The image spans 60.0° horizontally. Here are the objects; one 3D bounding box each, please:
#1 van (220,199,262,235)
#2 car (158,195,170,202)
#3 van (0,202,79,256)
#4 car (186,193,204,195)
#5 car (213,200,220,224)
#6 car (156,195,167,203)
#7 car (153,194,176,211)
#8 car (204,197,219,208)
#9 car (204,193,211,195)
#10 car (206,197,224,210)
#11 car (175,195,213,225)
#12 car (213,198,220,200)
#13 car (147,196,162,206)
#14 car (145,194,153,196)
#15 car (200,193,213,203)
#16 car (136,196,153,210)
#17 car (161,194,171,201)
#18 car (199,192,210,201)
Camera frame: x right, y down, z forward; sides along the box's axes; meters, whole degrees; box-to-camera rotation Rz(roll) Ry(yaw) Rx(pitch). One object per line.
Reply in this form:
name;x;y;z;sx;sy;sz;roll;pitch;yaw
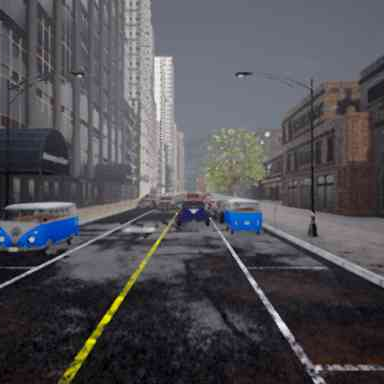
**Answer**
van;2.705;1.284;18.217;1.690;1.788;3.998;1;0;0
car;-5.672;1.313;68.133;1.947;1.339;4.313;1;0;0
van;-5.676;1.302;12.671;1.690;1.788;3.998;1;0;0
car;0.103;1.072;43.995;2.150;2.045;5.566;0;0;0
car;2.703;1.490;23.764;1.947;1.339;4.313;1;0;0
car;-5.672;1.298;62.415;1.752;1.417;4.829;1;0;0
car;-3.045;1.218;39.285;2.097;1.767;4.553;0;0;0
car;2.706;1.423;45.949;1.802;1.307;4.206;1;0;0
car;2.707;1.343;51.664;1.752;1.417;4.829;1;0;0
car;2.705;1.408;40.403;1.887;1.381;4.507;1;0;0
car;0.101;1.277;23.306;2.097;1.767;4.553;0;0;0
car;2.705;1.345;29.309;1.967;1.590;4.097;1;0;0
car;-5.673;1.345;51.323;1.752;1.417;4.829;1;0;0
car;-5.671;1.156;45.947;2.192;1.841;5.009;1;0;0
car;2.712;1.087;62.586;2.192;1.841;5.009;1;0;0
car;-5.675;1.445;40.402;1.802;1.307;4.206;1;0;0
car;-5.670;1.249;73.508;1.752;1.417;4.829;1;0;0
car;2.713;1.038;73.678;2.192;1.841;5.009;1;0;0
